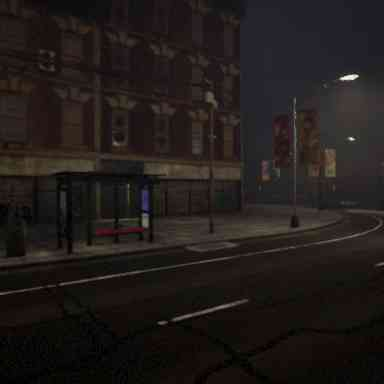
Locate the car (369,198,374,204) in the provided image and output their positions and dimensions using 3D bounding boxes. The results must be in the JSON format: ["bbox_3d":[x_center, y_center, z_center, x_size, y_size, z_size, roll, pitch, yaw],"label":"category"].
[{"bbox_3d":[30.353,1.230,52.773,2.002,1.452,4.674,0,0,-16],"label":"car"}]

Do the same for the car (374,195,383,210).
[{"bbox_3d":[21.842,1.324,35.675,1.812,1.442,4.674,0,0,3],"label":"car"}]

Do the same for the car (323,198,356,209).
[{"bbox_3d":[18.345,1.397,41.474,1.895,1.301,4.718,0,0,-5],"label":"car"}]
